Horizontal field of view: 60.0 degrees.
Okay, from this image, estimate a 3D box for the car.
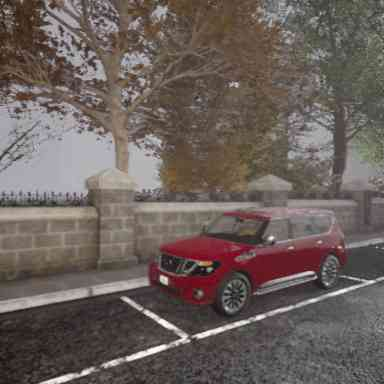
[{"bbox_3d":[1.534,1.314,7.632,5.009,1.841,2.192,0,1,-35],"label":"car"}]
